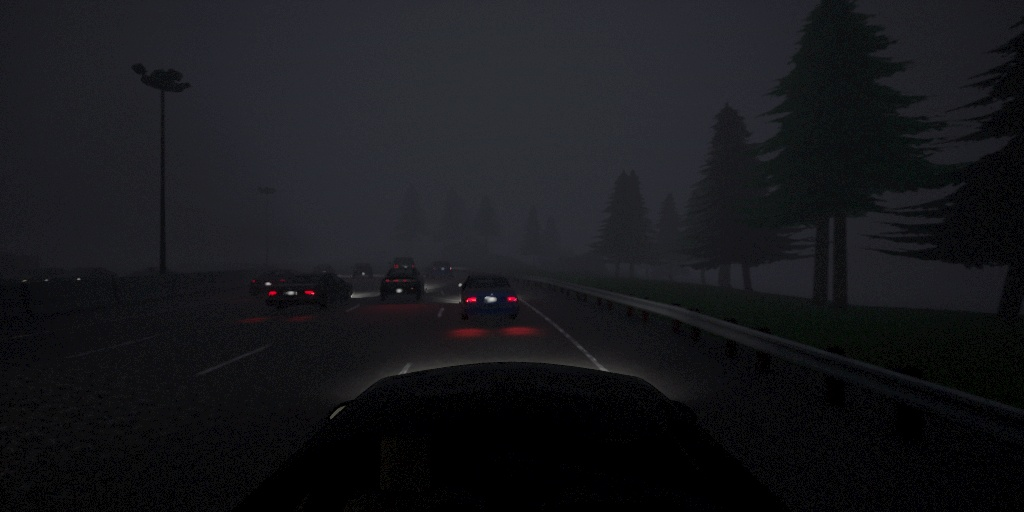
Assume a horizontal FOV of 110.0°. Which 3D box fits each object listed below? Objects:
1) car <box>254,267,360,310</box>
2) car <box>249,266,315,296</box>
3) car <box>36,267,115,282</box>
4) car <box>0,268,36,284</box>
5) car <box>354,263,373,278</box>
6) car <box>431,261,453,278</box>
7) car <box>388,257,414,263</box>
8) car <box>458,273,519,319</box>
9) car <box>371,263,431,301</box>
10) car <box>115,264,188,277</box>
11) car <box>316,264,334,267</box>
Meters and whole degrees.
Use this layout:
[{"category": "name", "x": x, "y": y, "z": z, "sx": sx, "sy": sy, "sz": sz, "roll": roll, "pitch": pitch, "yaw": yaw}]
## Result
[{"category": "car", "x": -8.316, "y": 1.381, "z": 15.223, "sx": 2.033, "sy": 1.411, "sz": 5.357, "roll": 0, "pitch": 0, "yaw": -10}, {"category": "car", "x": -13.153, "y": 1.437, "z": 20.531, "sx": 1.994, "sy": 1.385, "sz": 4.181, "roll": 0, "pitch": 0, "yaw": -14}, {"category": "car", "x": -29.295, "y": 1.483, "z": 24.650, "sx": 1.812, "sy": 1.442, "sz": 4.674, "roll": 0, "pitch": 0, "yaw": -22}, {"category": "car", "x": -33.221, "y": 1.524, "z": 25.253, "sx": 2.033, "sy": 1.411, "sz": 5.357, "roll": 0, "pitch": 0, "yaw": -24}, {"category": "car", "x": -15.164, "y": 1.442, "z": 36.281, "sx": 1.837, "sy": 1.490, "sz": 4.892, "roll": 0, "pitch": 0, "yaw": -25}, {"category": "car", "x": -7.334, "y": 1.253, "z": 35.818, "sx": 2.097, "sy": 1.767, "sz": 4.553, "roll": 0, "pitch": 0, "yaw": -22}, {"category": "car", "x": -10.836, "y": 1.136, "z": 35.322, "sx": 2.150, "sy": 2.045, "sz": 5.566, "roll": 0, "pitch": 0, "yaw": -23}, {"category": "car", "x": -0.942, "y": 1.342, "z": 13.063, "sx": 2.033, "sy": 1.411, "sz": 5.357, "roll": 0, "pitch": 0, "yaw": -8}, {"category": "car", "x": -5.438, "y": 1.323, "z": 18.181, "sx": 2.128, "sy": 1.511, "sz": 4.902, "roll": 0, "pitch": 0, "yaw": -11}, {"category": "car", "x": -26.198, "y": 1.514, "z": 26.258, "sx": 1.994, "sy": 1.385, "sz": 4.181, "roll": 0, "pitch": 0, "yaw": -22}, {"category": "car", "x": -19.231, "y": 1.520, "z": 36.616, "sx": 1.994, "sy": 1.385, "sz": 4.181, "roll": 0, "pitch": 0, "yaw": -26}]
